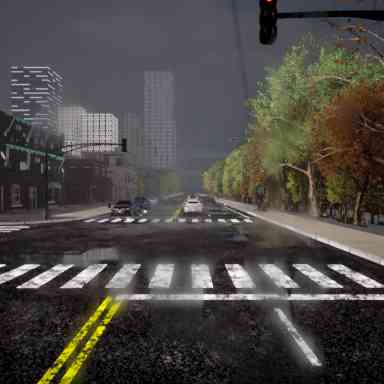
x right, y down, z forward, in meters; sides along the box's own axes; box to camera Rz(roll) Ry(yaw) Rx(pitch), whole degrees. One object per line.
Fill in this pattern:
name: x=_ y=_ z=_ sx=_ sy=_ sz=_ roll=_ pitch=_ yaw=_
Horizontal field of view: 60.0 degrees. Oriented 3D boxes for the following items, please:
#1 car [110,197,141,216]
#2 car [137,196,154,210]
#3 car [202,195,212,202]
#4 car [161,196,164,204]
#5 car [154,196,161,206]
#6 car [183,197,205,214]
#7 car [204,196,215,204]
car: x=-6.561 y=1.516 z=32.564 sx=1.812 sy=1.442 sz=4.674 roll=0 pitch=0 yaw=0
car: x=-6.548 y=1.337 z=42.757 sx=2.097 sy=1.767 sz=4.553 roll=0 pitch=0 yaw=0
car: x=3.328 y=1.510 z=74.422 sx=2.033 sy=1.411 sz=5.357 roll=0 pitch=0 yaw=0
car: x=-6.484 y=1.468 z=63.493 sx=2.128 sy=1.511 sz=4.902 roll=0 pitch=0 yaw=1
car: x=-6.532 y=1.507 z=53.050 sx=1.812 sy=1.442 sz=4.674 roll=0 pitch=0 yaw=0
car: x=0.135 y=1.514 z=34.469 sx=1.812 sy=1.442 sz=4.674 roll=0 pitch=0 yaw=0
car: x=3.410 y=1.523 z=63.768 sx=2.033 sy=1.411 sz=5.357 roll=0 pitch=0 yaw=0
